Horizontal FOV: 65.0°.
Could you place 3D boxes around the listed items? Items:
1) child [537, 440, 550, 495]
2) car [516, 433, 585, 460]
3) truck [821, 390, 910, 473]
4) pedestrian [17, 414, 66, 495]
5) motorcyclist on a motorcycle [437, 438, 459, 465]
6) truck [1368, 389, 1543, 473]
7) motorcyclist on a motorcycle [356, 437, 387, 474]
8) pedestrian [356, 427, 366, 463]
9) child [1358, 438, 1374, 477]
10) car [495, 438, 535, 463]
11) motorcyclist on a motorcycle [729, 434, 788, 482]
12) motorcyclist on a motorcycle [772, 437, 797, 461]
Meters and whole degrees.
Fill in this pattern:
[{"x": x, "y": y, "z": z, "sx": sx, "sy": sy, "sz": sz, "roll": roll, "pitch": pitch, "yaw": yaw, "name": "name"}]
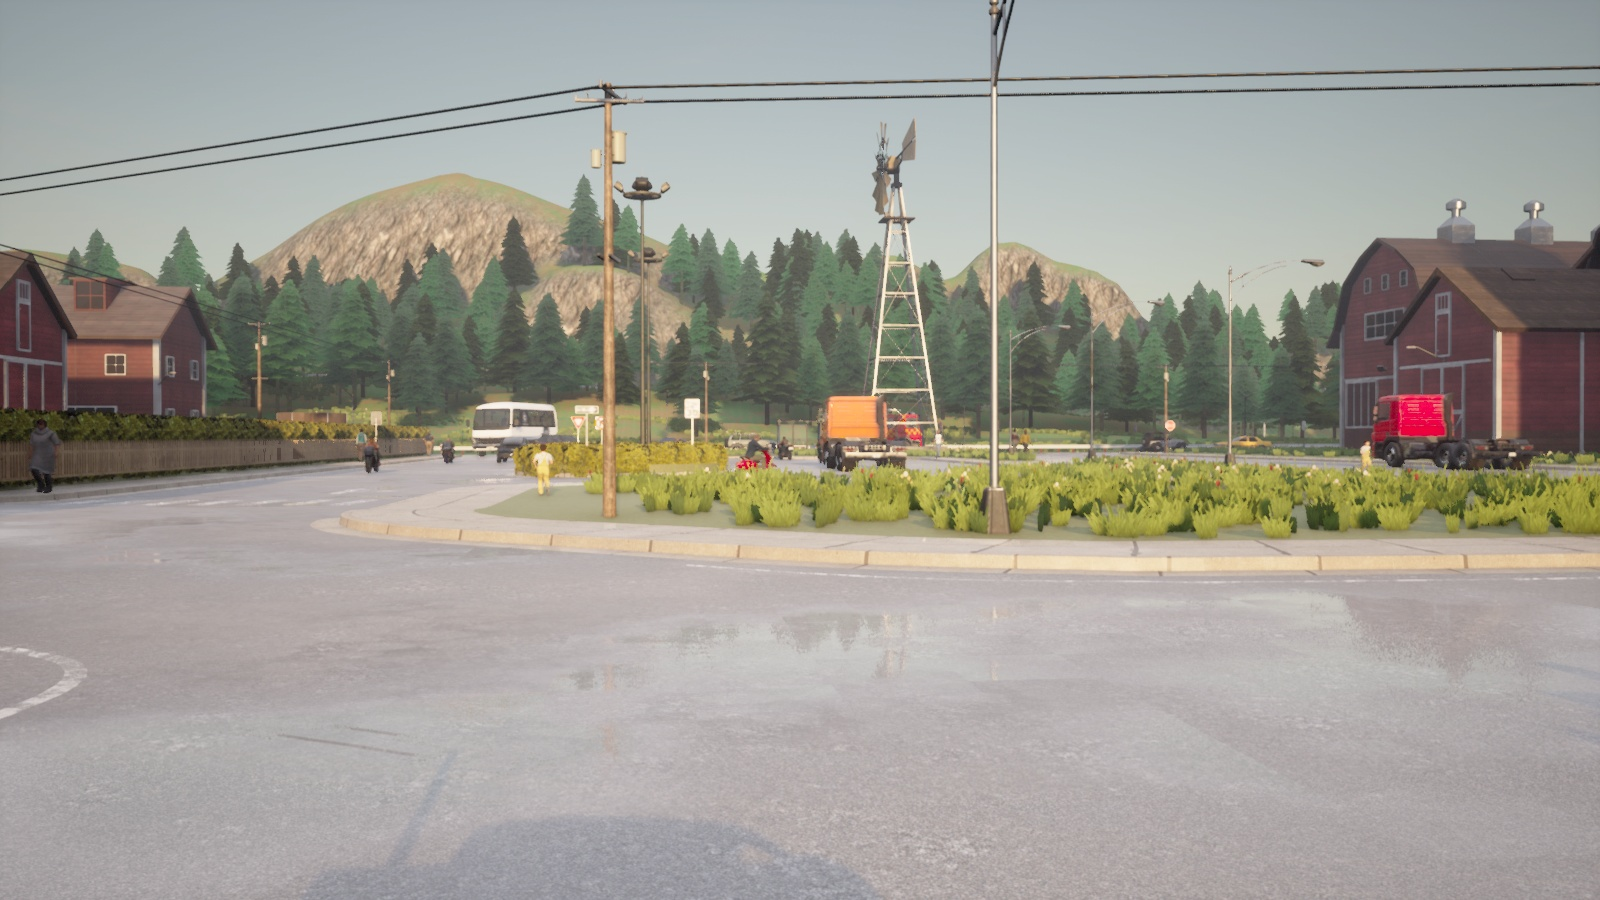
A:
[{"x": -5.857, "y": 0.394, "z": 28.667, "sx": 0.270, "sy": 1.263, "sz": 0.437, "roll": 0, "pitch": 1, "yaw": -13, "name": "child"}, {"x": -17.184, "y": -0.258, "z": 86.321, "sx": 4.553, "sy": 1.767, "sz": 2.097, "roll": 0, "pitch": 1, "yaw": 35, "name": "car"}, {"x": 2.802, "y": -0.806, "z": 56.329, "sx": 2.891, "sy": 3.462, "sz": 7.936, "roll": 0, "pitch": 1, "yaw": -5, "name": "truck"}, {"x": -18.429, "y": 0.103, "z": 30.524, "sx": 0.659, "sy": 1.952, "sz": 0.873, "roll": 0, "pitch": 1, "yaw": -3, "name": "pedestrian"}, {"x": -20.104, "y": 0.067, "z": 71.774, "sx": 0.866, "sy": 1.530, "sz": 2.191, "roll": 0, "pitch": 1, "yaw": -7, "name": "motorcyclist on a motorcycle"}, {"x": 28.973, "y": -0.817, "z": 56.001, "sx": 2.891, "sy": 3.462, "sz": 7.936, "roll": 0, "pitch": 1, "yaw": -8, "name": "truck"}, {"x": -17.755, "y": 0.212, "z": 52.053, "sx": 0.797, "sy": 1.523, "sz": 2.044, "roll": 0, "pitch": 1, "yaw": -7, "name": "motorcyclist on a motorcycle"}, {"x": -23.600, "y": -0.268, "z": 67.547, "sx": 0.396, "sy": 1.930, "sz": 0.692, "roll": 0, "pitch": 1, "yaw": -8, "name": "pedestrian"}, {"x": 18.892, "y": 0.248, "z": 41.915, "sx": 0.270, "sy": 1.263, "sz": 0.437, "roll": 0, "pitch": 1, "yaw": -8, "name": "child"}, {"x": -16.968, "y": 0.002, "z": 75.035, "sx": 1.837, "sy": 1.490, "sz": 4.892, "roll": 0, "pitch": 1, "yaw": -7, "name": "car"}, {"x": -1.398, "y": 0.270, "z": 42.543, "sx": 1.817, "sy": 1.590, "sz": 0.866, "roll": 0, "pitch": 0, "yaw": -33, "name": "motorcyclist on a motorcycle"}, {"x": -0.956, "y": -0.070, "z": 78.992, "sx": 0.797, "sy": 1.523, "sz": 2.044, "roll": -1, "pitch": 0, "yaw": -25, "name": "motorcyclist on a motorcycle"}]
